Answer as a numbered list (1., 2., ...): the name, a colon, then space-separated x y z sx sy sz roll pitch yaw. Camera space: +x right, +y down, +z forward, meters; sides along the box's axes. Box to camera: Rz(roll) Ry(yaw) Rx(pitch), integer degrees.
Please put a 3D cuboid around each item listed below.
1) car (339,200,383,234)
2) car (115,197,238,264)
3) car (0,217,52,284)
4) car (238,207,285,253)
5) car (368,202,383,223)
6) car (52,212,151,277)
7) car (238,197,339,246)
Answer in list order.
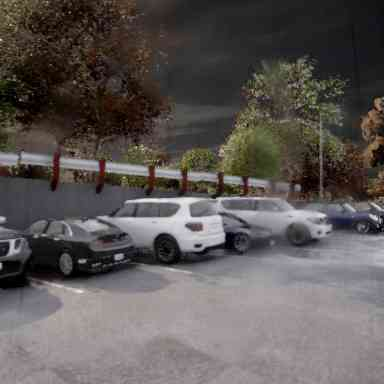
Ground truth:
1. car: 8.357 1.362 19.012 4.553 1.767 2.185 -1 -1 35
2. car: -1.485 1.236 11.997 5.566 2.045 2.435 -1 -1 34
3. car: -6.356 1.235 8.446 5.566 2.045 2.435 -1 -1 35
4. car: 1.028 1.516 13.715 4.792 1.488 2.163 -1 -1 34
5. car: 15.760 1.490 24.269 4.892 1.521 2.231 -1 -1 34
6. car: -3.917 1.487 10.205 4.892 1.521 2.231 -1 -1 35
7. car: 3.486 1.236 15.476 5.566 2.045 2.435 -1 -1 34
